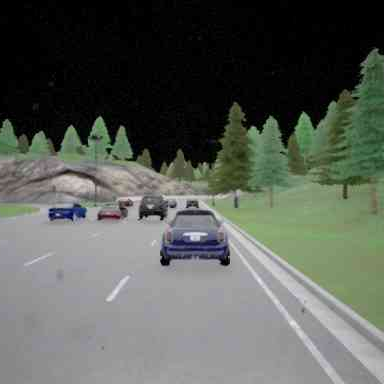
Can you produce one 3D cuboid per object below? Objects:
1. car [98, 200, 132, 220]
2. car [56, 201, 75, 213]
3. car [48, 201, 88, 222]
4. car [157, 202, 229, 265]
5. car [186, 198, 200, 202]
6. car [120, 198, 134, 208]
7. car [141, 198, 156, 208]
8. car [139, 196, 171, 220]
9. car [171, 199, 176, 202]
[{"bbox_3d":[-6.905,1.710,29.417,1.994,1.385,4.181,0,0,0],"label":"car"},{"bbox_3d":[-15.708,1.806,41.582,1.895,1.301,4.718,0,0,-17],"label":"car"},{"bbox_3d":[-10.405,1.617,28.261,1.882,1.535,5.008,0,0,0],"label":"car"},{"bbox_3d":[0.098,1.412,12.059,2.097,1.767,4.553,0,0,0],"label":"car"},{"bbox_3d":[0.090,1.762,51.957,1.837,1.490,4.892,0,0,0],"label":"car"},{"bbox_3d":[-10.410,1.736,52.218,1.882,1.535,5.008,0,0,0],"label":"car"},{"bbox_3d":[-6.910,1.768,53.060,1.837,1.490,4.892,0,0,0],"label":"car"},{"bbox_3d":[-3.406,1.371,29.892,2.150,2.045,5.566,0,0,0],"label":"car"},{"bbox_3d":[-3.411,1.828,53.250,1.994,1.385,4.181,0,0,0],"label":"car"}]
